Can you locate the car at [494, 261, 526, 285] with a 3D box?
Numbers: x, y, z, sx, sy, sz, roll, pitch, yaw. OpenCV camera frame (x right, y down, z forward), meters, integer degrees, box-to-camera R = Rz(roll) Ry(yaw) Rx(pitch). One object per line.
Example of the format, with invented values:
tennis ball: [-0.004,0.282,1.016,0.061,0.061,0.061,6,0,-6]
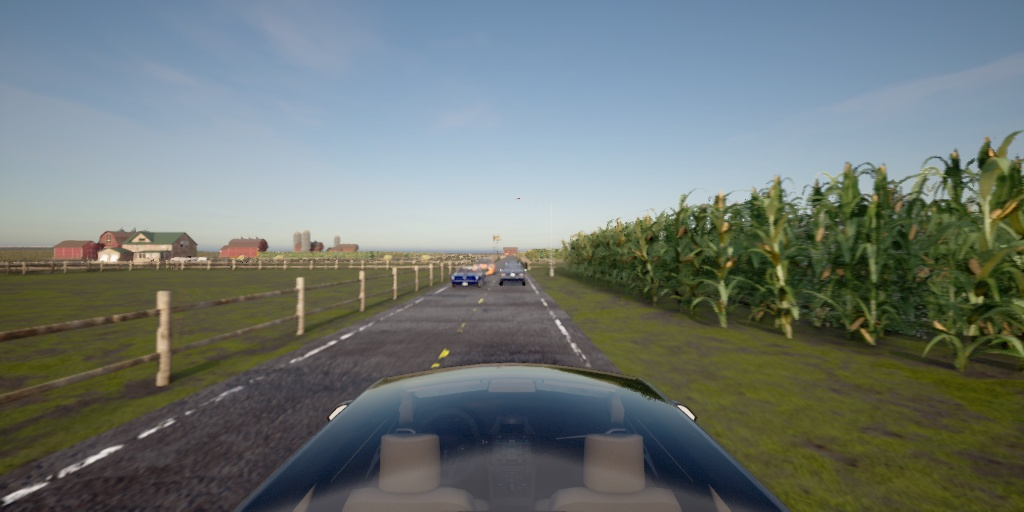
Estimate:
car: [0.058,1.282,26.034,2.033,1.411,5.357,0,0,1]

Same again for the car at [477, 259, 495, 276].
car: [-2.764,1.076,36.876,2.097,1.767,4.553,0,0,0]

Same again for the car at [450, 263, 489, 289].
car: [-2.763,1.338,23.330,1.895,1.301,4.718,0,0,0]
